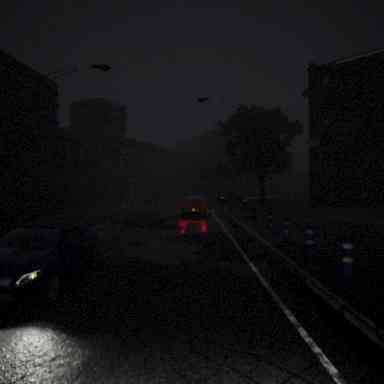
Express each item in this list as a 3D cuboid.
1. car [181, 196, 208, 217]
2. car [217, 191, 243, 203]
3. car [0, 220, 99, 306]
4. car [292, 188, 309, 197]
[{"bbox_3d":[0.195,1.030,25.704,1.882,1.535,5.008,0,1,2],"label":"car"},{"bbox_3d":[4.840,0.600,42.083,1.994,1.385,4.181,-1,1,35],"label":"car"},{"bbox_3d":[-3.595,1.457,8.008,1.812,1.442,4.674,0,1,0],"label":"car"},{"bbox_3d":[18.680,0.021,53.789,4.718,1.301,1.895,-2,-1,-7],"label":"car"}]
